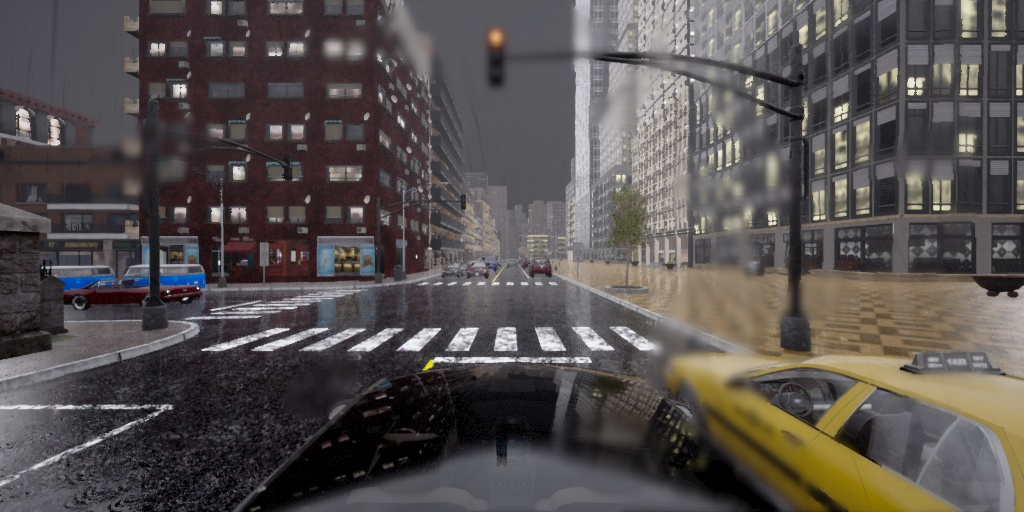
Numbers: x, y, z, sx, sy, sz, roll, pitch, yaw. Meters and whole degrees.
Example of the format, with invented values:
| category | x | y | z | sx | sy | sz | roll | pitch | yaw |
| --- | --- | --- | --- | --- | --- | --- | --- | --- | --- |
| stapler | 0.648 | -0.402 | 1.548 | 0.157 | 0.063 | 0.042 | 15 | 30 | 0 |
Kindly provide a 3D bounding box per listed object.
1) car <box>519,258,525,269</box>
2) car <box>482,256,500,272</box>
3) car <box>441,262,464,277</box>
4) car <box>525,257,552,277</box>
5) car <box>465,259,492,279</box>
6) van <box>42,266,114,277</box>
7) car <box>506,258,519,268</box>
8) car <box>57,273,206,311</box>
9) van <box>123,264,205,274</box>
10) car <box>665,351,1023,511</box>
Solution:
| category | x | y | z | sx | sy | sz | roll | pitch | yaw |
| --- | --- | --- | --- | --- | --- | --- | --- | --- | --- |
| car | 2.716 | 1.094 | 56.804 | 2.192 | 1.841 | 5.009 | 0 | 0 | 0 |
| car | -3.075 | 0.989 | 47.681 | 2.150 | 2.045 | 5.566 | 0 | 0 | 0 |
| car | -5.675 | 1.307 | 34.703 | 2.007 | 1.370 | 4.403 | 0 | 0 | 0 |
| car | 2.705 | 1.071 | 34.699 | 2.192 | 1.841 | 5.009 | 0 | 0 | 0 |
| car | -3.090 | 1.281 | 33.193 | 1.812 | 1.442 | 4.674 | 0 | 0 | -2 |
| van | -26.296 | 1.479 | 21.422 | 3.998 | 1.789 | 1.690 | 0 | 0 | 0 |
| car | 0.028 | 1.280 | 63.477 | 2.128 | 1.511 | 4.902 | 0 | 0 | 0 |
| car | -16.542 | 1.601 | 15.714 | 4.718 | 1.301 | 1.895 | -1 | 0 | -1 |
| van | -20.758 | 1.389 | 21.470 | 3.998 | 1.789 | 1.690 | 0 | 0 | 0 |
| car | 2.689 | 1.275 | 2.457 | 1.751 | 1.417 | 4.829 | 0 | 0 | 0 |
